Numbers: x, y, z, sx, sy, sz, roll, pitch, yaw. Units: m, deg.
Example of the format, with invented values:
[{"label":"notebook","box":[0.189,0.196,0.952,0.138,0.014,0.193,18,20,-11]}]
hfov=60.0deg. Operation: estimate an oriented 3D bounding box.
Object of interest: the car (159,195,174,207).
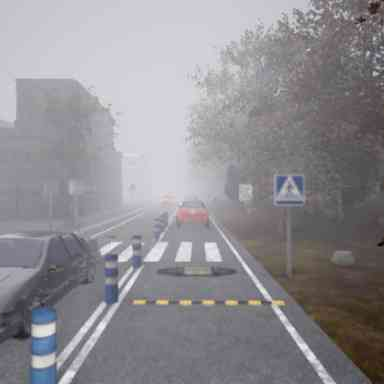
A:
[{"label":"car","box":[-3.539,1.219,48.464,2.097,1.767,4.553,0,0,0]}]

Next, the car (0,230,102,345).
[{"label":"car","box":[-3.352,1.541,6.811,2.033,1.411,5.357,0,0,0]}]

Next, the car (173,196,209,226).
[{"label":"car","box":[0.044,1.314,22.858,2.097,1.767,4.553,0,0,0]}]

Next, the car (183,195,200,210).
[{"label":"car","box":[-0.059,1.250,41.925,2.097,1.767,4.553,0,0,0]}]
